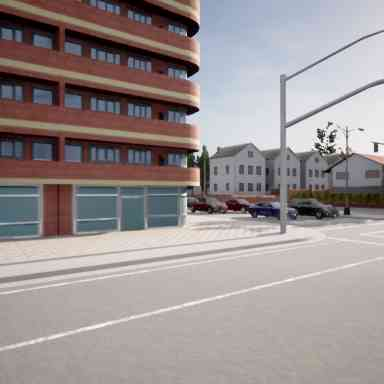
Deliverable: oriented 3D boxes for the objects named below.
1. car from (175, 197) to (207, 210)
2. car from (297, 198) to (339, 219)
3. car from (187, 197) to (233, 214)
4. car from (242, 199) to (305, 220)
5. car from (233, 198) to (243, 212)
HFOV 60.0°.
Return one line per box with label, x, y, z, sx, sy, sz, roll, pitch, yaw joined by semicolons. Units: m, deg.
car;-0.210;1.505;44.434;1.837;1.490;4.892;0;0;-35
car;10.427;1.352;29.072;2.097;1.767;4.553;0;0;-35
car;1.795;1.352;35.374;2.097;1.767;4.553;0;0;-34
car;6.792;1.526;28.178;1.812;1.442;4.674;0;0;-35
car;5.174;1.478;36.646;1.882;1.535;5.008;0;0;-35
